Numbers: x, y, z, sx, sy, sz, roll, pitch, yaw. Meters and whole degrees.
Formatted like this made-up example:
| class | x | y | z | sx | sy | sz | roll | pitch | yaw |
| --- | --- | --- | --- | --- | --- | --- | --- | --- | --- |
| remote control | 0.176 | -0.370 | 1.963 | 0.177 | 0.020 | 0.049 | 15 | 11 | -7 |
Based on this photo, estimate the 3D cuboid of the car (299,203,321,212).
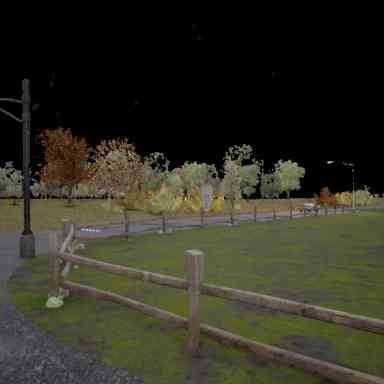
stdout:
| class | x | y | z | sx | sy | sz | roll | pitch | yaw |
| --- | --- | --- | --- | --- | --- | --- | --- | --- | --- |
| car | 18.818 | 2.449 | 53.000 | 2.033 | 1.411 | 5.357 | -1 | -2 | 40 |
